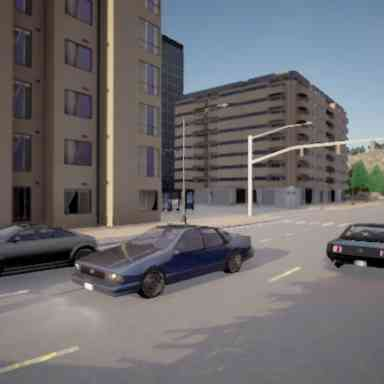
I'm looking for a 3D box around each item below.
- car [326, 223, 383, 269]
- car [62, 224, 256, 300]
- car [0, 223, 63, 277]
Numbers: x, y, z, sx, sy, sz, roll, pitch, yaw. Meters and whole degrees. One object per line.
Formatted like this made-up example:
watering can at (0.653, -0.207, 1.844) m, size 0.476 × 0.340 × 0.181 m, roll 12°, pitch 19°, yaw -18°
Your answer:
car at (6.046, 1.675, 10.815) m, size 1.895 × 1.301 × 4.718 m, roll 0°, pitch 0°, yaw 40°
car at (-0.357, 1.594, 8.896) m, size 2.033 × 1.411 × 5.357 m, roll 0°, pitch 0°, yaw 42°
car at (-4.810, 1.603, 9.490) m, size 4.181 × 1.385 × 1.994 m, roll 0°, pitch 0°, yaw -43°
